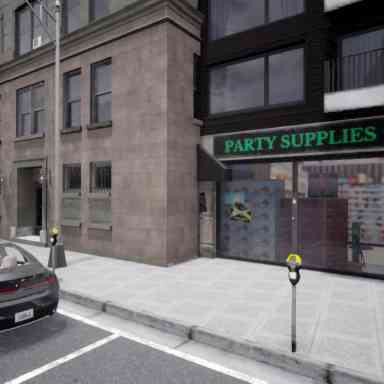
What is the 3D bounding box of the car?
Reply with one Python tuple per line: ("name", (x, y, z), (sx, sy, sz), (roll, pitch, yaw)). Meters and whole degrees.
("car", (-4.200, 1.551, 6.080), (4.403, 1.369, 2.008), (0, 0, 36))
